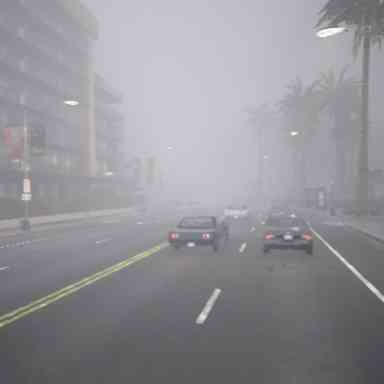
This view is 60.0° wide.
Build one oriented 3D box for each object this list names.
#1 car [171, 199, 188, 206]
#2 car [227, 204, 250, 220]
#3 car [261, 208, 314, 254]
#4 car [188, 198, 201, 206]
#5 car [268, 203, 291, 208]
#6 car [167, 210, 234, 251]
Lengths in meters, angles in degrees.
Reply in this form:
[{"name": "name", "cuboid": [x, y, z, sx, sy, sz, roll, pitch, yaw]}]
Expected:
[{"name": "car", "cuboid": [-2.898, 2.116, 66.440, 1.895, 1.301, 4.718, -1, 0, -15]}, {"name": "car", "cuboid": [4.078, 1.751, 29.254, 1.895, 1.301, 4.718, -1, 0, 14]}, {"name": "car", "cuboid": [3.865, 1.591, 13.737, 2.033, 1.411, 5.357, -1, 0, 14]}, {"name": "car", "cuboid": [0.364, 2.016, 67.484, 2.033, 1.411, 5.357, -1, 0, -14]}, {"name": "car", "cuboid": [7.524, 1.661, 28.636, 1.994, 1.385, 4.181, -1, 0, 14]}, {"name": "car", "cuboid": [0.496, 1.698, 14.687, 1.895, 1.301, 4.718, -1, 0, 14]}]
